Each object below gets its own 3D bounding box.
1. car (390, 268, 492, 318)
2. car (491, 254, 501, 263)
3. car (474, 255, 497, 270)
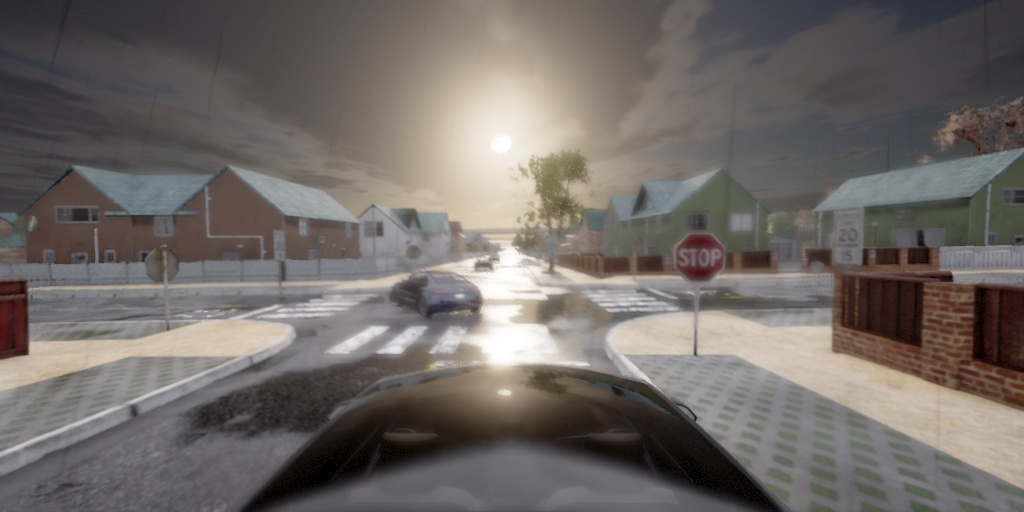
[{"bbox_3d":[-2.745,1.173,12.527,1.994,1.385,4.181,-1,1,-35],"label":"car"},{"bbox_3d":[-2.844,0.436,60.284,1.837,1.490,4.892,0,0,0],"label":"car"},{"bbox_3d":[-2.893,0.846,37.775,1.895,1.301,4.718,0,1,0],"label":"car"}]
